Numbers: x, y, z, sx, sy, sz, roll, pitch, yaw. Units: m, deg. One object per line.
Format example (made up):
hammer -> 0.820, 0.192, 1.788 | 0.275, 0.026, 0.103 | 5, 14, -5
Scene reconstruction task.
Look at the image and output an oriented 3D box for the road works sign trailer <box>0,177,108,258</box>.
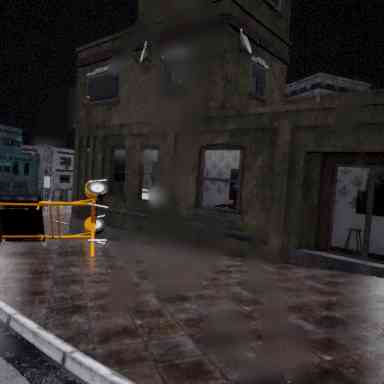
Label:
road works sign trailer -> -4.869, 1.155, 11.785 | 3.560, 2.380, 2.880 | 2, 43, -17
